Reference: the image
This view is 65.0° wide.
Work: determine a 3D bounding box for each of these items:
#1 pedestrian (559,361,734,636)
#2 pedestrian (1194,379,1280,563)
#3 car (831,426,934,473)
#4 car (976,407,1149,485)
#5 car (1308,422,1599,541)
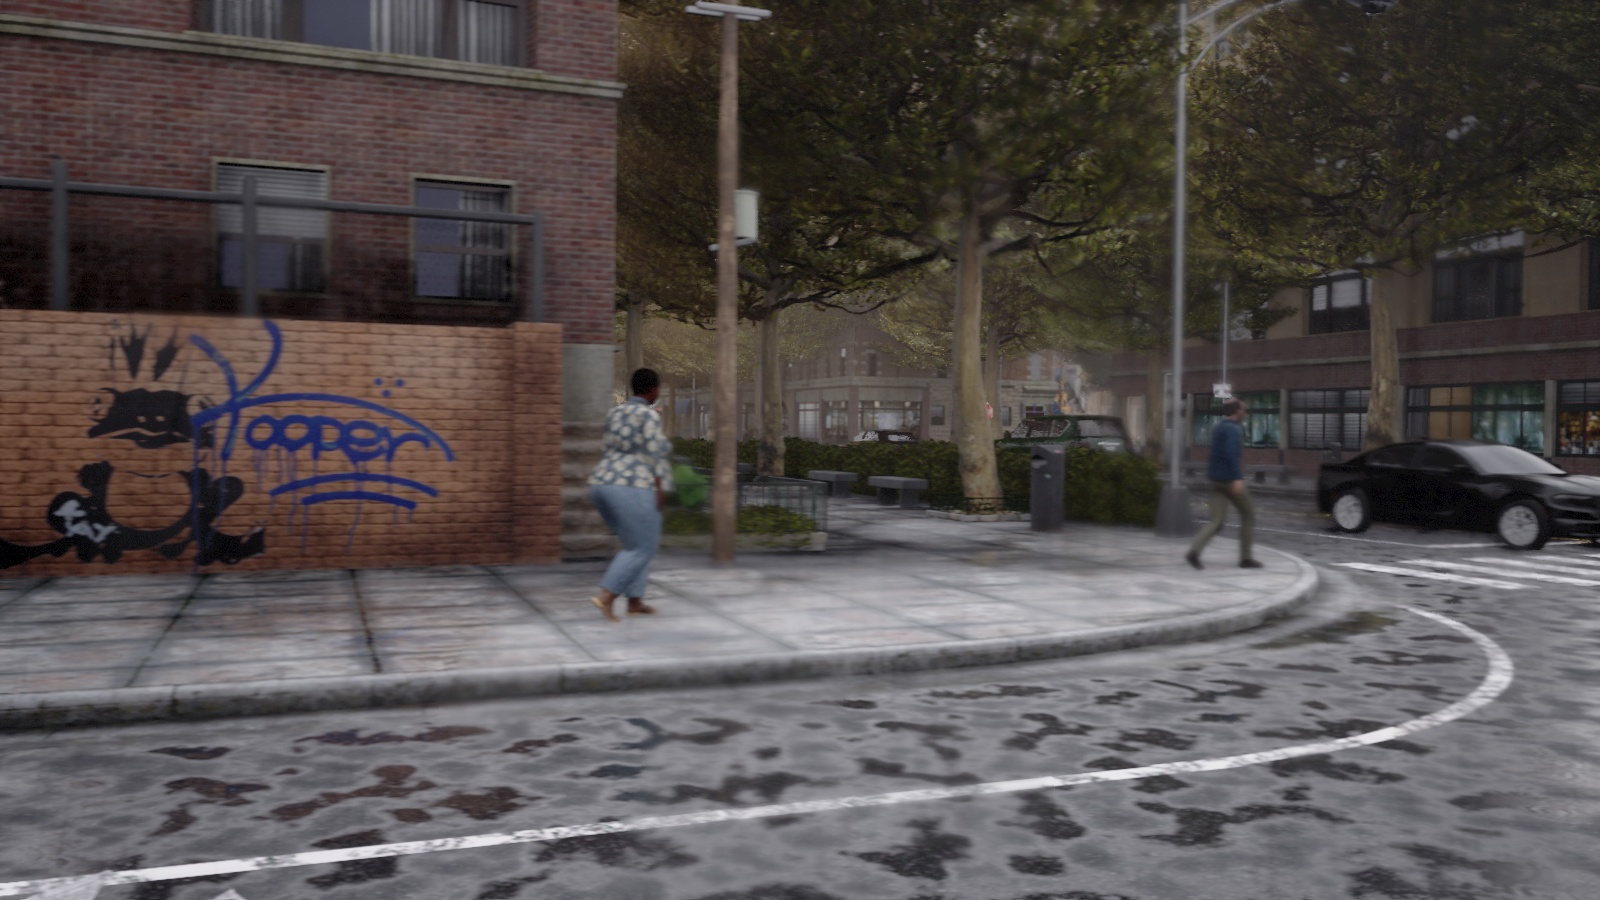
[{"bbox_3d":[-1.112,0.320,9.096,0.900,1.855,0.874,-1,1,-40],"label":"pedestrian"},{"bbox_3d":[4.472,0.201,12.855,0.726,1.842,0.402,-1,1,-18],"label":"pedestrian"},{"bbox_3d":[3.040,-0.064,47.298,2.033,1.649,4.856,-1,1,-21],"label":"car"},{"bbox_3d":[7.389,-0.139,36.054,2.150,2.045,5.566,-1,1,-21],"label":"car"},{"bbox_3d":[10.243,0.365,18.945,1.882,1.535,5.008,-1,1,-21],"label":"car"}]
